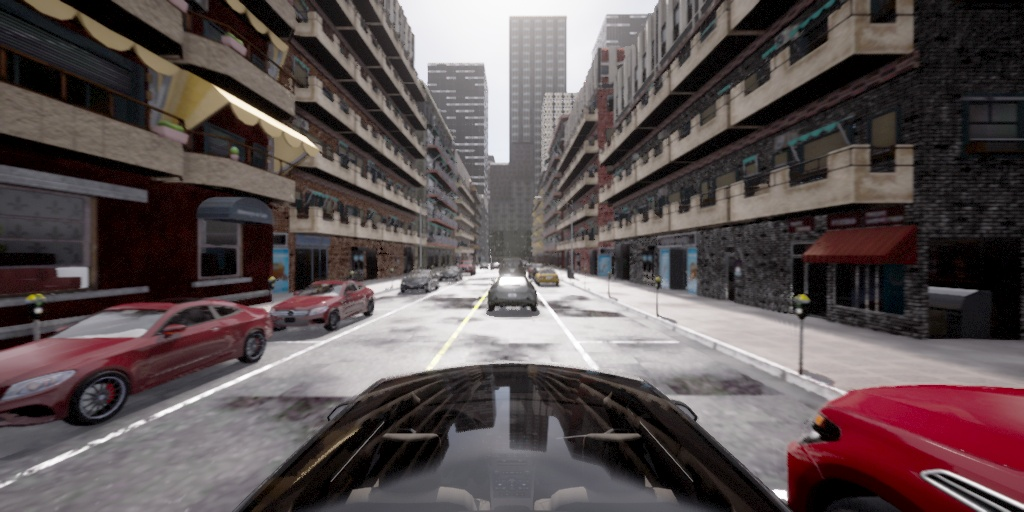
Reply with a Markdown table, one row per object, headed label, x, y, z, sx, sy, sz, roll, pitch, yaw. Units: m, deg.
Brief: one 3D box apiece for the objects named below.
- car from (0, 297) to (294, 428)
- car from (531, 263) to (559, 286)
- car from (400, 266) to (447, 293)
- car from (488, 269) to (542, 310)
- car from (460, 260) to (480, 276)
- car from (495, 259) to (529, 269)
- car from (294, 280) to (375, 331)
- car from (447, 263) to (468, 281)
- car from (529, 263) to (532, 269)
| label | x | y | z | sx | sy | sz | roll | pitch | yaw |
| --- | --- | --- | --- | --- | --- | --- | --- | --- | --- |
| car | -5.689 | 1.371 | 5.684 | 1.802 | 1.307 | 4.207 | 0 | 0 | 0 |
| car | 2.712 | 1.530 | 28.226 | 1.751 | 1.417 | 4.829 | 0 | 0 | 0 |
| car | -5.674 | 1.502 | 22.490 | 2.007 | 1.370 | 4.403 | 0 | 0 | 0 |
| car | 0.035 | 1.447 | 15.385 | 1.994 | 1.385 | 4.181 | 0 | 0 | 1 |
| car | -5.654 | 1.484 | 44.897 | 2.192 | 1.841 | 5.009 | 0 | 0 | 0 |
| car | 0.034 | 1.243 | 29.421 | 2.150 | 2.045 | 5.566 | 0 | 0 | 0 |
| car | -5.684 | 1.425 | 11.286 | 1.802 | 1.307 | 4.207 | 0 | 0 | 0 |
| car | -5.664 | 1.611 | 33.694 | 2.007 | 1.370 | 4.403 | 0 | 0 | 0 |
| car | 2.716 | 1.625 | 33.657 | 1.948 | 1.339 | 4.313 | 0 | 0 | 0 |
